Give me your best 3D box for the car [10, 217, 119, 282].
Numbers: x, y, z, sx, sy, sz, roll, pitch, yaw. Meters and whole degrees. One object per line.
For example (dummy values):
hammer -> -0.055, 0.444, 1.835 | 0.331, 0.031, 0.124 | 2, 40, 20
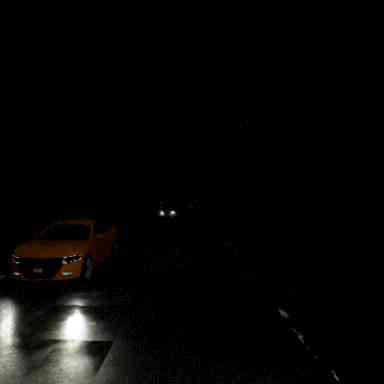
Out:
car -> -3.608, 1.590, 10.287 | 1.882, 1.535, 5.008 | 0, -1, 0

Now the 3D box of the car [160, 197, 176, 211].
car -> -3.623, 1.792, 50.783 | 2.150, 2.045, 5.566 | 0, -1, 0

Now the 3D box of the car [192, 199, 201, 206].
car -> 0.985, 2.386, 75.067 | 1.812, 1.442, 4.674 | 0, -1, 0

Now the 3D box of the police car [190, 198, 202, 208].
police car -> 0.993, 2.167, 65.178 | 1.930, 1.638, 5.238 | 0, -1, 0
